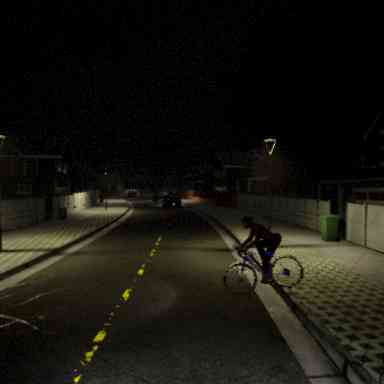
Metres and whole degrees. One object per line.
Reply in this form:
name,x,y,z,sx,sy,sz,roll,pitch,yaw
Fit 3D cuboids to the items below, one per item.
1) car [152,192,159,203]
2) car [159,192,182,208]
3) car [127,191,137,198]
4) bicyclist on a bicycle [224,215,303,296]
car,-4.776,0.766,48.697,2.128,1.511,4.902,0,1,-14
car,-2.307,0.968,37.184,1.837,1.490,4.892,0,1,-10
car,-11.874,0.523,66.097,2.033,1.411,5.357,0,1,-9
bicyclist on a bicycle,1.401,1.271,6.833,1.656,1.620,0.582,-9,1,0
